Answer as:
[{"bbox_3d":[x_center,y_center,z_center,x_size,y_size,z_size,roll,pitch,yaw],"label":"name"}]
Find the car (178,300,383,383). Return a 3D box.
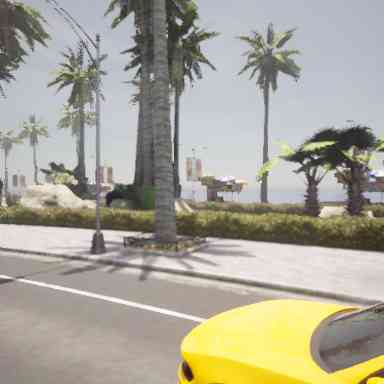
[{"bbox_3d":[2.164,1.474,2.265,5.008,1.535,1.882,0,0,35],"label":"car"}]
